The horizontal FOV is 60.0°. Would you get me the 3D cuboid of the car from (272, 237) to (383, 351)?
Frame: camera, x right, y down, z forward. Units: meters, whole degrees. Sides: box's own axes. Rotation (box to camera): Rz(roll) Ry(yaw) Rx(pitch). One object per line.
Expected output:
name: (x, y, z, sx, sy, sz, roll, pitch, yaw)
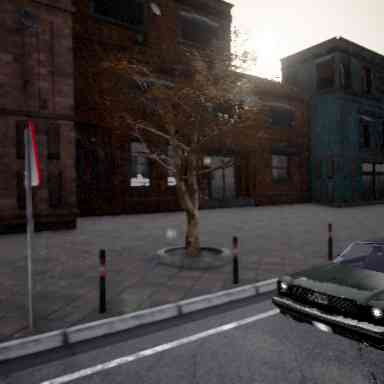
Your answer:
car: (3.628, 1.561, 5.965, 4.718, 1.301, 1.895, -1, 0, -35)
